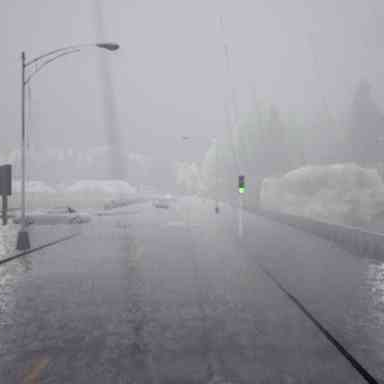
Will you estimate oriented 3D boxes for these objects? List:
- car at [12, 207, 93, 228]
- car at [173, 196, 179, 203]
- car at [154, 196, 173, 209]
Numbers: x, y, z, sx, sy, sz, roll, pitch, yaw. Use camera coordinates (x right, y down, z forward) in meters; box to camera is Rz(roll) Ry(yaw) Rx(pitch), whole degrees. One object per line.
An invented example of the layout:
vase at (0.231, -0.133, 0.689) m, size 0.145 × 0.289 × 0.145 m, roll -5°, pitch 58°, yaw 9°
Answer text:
car at (-8.831, 1.584, 21.367) m, size 4.718 × 1.301 × 1.895 m, roll 1°, pitch -2°, yaw -19°
car at (-3.975, 1.559, 72.566) m, size 1.812 × 1.442 × 4.674 m, roll 0°, pitch 0°, yaw 0°
car at (-3.984, 1.574, 45.588) m, size 1.837 × 1.490 × 4.892 m, roll 0°, pitch 2°, yaw 0°
